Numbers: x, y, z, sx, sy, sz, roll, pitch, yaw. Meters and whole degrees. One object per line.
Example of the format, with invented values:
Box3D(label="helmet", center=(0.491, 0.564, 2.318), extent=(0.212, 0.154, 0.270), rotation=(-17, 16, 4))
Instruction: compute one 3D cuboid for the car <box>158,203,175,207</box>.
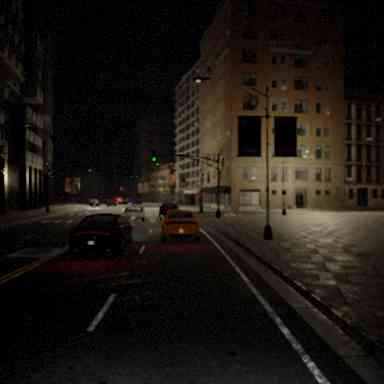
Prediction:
Box3D(label="car", center=(-2.299, 1.821, 32.993), extent=(1.882, 1.535, 5.008), rotation=(0, 0, -7))

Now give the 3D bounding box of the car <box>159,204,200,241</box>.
Box3D(label="car", center=(-0.679, 1.664, 17.934), extent=(1.882, 1.535, 5.008), rotation=(0, 0, -4))

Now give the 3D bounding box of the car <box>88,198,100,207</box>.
Box3D(label="car", center=(-18.801, 2.216, 64.250), extent=(2.128, 1.511, 4.902), rotation=(0, -1, -15))

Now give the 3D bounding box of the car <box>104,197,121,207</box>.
Box3D(label="car", center=(-15.678, 2.256, 65.209), extent=(2.033, 1.411, 5.357), rotation=(0, -1, -16))

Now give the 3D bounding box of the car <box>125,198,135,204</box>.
Box3D(label="car", center=(-16.453, 2.324, 88.252), extent=(1.882, 1.535, 5.008), rotation=(0, -1, -20))

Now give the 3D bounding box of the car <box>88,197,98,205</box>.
Box3D(label="car", center=(-23.445, 2.187, 78.907), extent=(2.097, 1.767, 4.553), rotation=(0, -1, -19))

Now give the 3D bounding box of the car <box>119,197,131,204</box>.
Box3D(label="car", center=(-16.157, 2.438, 77.677), extent=(1.895, 1.301, 4.718), rotation=(0, -1, -19))

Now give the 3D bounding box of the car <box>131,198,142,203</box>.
Box3D(label="car", center=(-13.031, 2.376, 78.593), extent=(1.812, 1.442, 4.674), rotation=(0, -1, -19))

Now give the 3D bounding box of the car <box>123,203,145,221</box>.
Box3D(label="car", center=(-5.240, 1.924, 30.505), extent=(1.895, 1.301, 4.718), rotation=(0, -1, -7))

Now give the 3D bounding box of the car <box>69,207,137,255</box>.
Box3D(label="car", center=(-3.672, 1.628, 14.095), extent=(1.882, 1.535, 5.008), rotation=(0, 0, -3))
